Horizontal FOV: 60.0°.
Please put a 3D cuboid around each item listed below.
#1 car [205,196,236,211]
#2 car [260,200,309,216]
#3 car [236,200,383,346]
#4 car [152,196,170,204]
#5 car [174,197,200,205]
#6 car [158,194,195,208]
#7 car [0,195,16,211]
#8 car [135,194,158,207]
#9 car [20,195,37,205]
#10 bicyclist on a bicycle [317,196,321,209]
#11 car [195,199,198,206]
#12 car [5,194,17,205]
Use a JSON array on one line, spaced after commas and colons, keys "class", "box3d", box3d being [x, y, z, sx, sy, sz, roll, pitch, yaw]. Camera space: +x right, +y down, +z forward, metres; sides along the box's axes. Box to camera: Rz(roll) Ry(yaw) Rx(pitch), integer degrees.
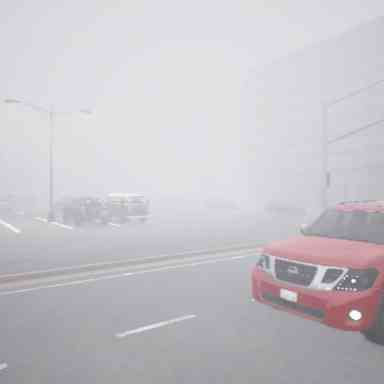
[{"class": "car", "box3d": [3.622, 1.407, 42.191, 2.097, 1.767, 4.553, 0, 0, -35]}, {"class": "car", "box3d": [9.380, 1.581, 34.131, 1.812, 1.442, 4.674, 0, 0, -36]}, {"class": "car", "box3d": [3.704, 1.221, 6.700, 5.566, 2.045, 2.150, 0, 0, -36]}, {"class": "car", "box3d": [-6.406, 1.619, 68.517, 1.994, 1.385, 4.181, 0, 0, -35]}, {"class": "car", "box3d": [-1.005, 1.603, 61.023, 2.033, 1.411, 5.357, 0, 0, -35]}, {"class": "car", "box3d": [-2.474, 1.277, 50.768, 2.150, 2.045, 5.566, 0, 0, -36]}, {"class": "car", "box3d": [-21.730, 1.451, 37.950, 1.970, 1.475, 3.806, 0, 0, -35]}, {"class": "car", "box3d": [-8.853, 1.547, 66.074, 2.128, 1.511, 4.902, 0, 0, -35]}, {"class": "car", "box3d": [-27.204, 1.209, 55.403, 1.932, 1.855, 4.605, 0, 0, -35]}, {"class": "bicyclist on a bicycle", "box3d": [16.592, 1.356, 42.905, 1.656, 1.620, 0.582, 0, 0, -35]}, {"class": "car", "box3d": [-1.074, 1.533, 55.163, 1.882, 1.535, 5.008, 0, 0, -35]}, {"class": "car", "box3d": [-29.599, 1.212, 53.777, 1.905, 1.878, 3.866, 0, 0, -35]}]
